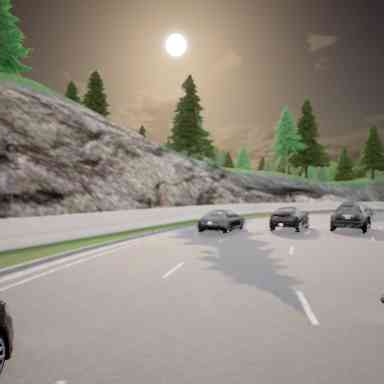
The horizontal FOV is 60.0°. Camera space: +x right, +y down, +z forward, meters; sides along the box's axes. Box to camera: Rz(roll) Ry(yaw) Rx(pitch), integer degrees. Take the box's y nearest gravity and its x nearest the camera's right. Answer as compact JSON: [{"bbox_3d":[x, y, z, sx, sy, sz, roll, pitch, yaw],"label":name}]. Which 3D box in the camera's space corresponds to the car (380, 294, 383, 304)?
[{"bbox_3d":[3.895,1.650,3.371,1.895,1.301,4.718,0,-1,5],"label":"car"}]

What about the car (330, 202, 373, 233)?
[{"bbox_3d":[10.748,1.646,22.359,2.097,1.767,4.553,0,-1,32],"label":"car"}]

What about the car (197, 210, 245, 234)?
[{"bbox_3d":[1.972,1.837,21.588,1.994,1.385,4.181,0,-1,27],"label":"car"}]

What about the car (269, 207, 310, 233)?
[{"bbox_3d":[6.601,1.790,22.309,1.837,1.490,4.892,-1,-2,29],"label":"car"}]

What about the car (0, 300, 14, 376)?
[{"bbox_3d":[-3.237,1.517,2.304,2.128,1.511,4.902,0,-1,2],"label":"car"}]
